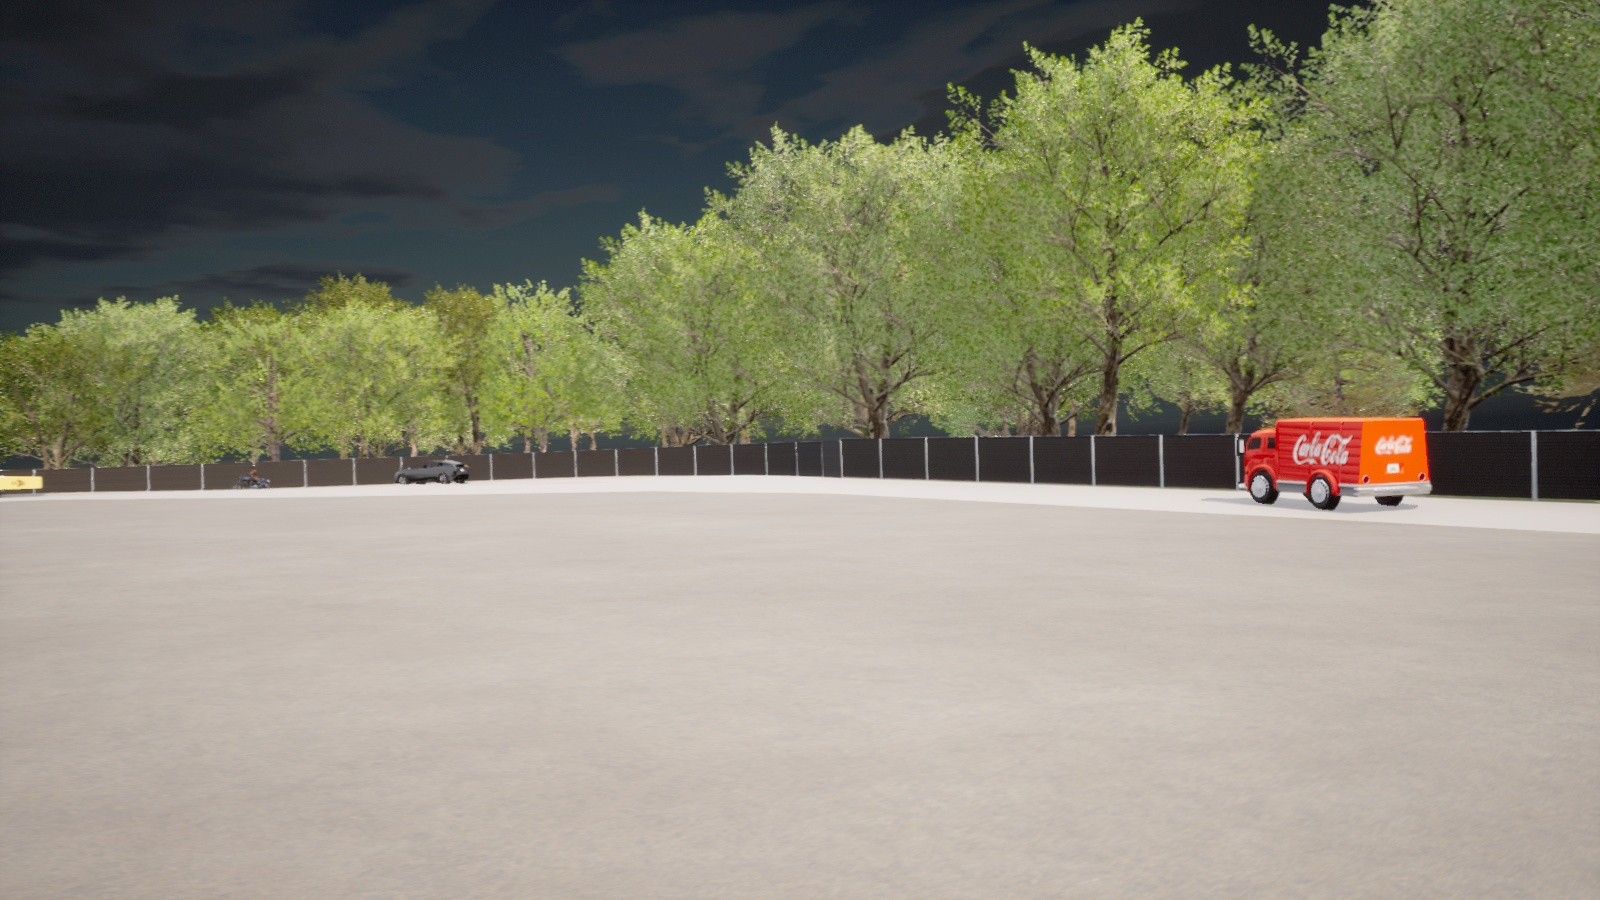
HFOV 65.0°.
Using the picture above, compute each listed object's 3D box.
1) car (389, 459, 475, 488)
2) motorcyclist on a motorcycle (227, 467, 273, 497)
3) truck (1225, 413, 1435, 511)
[{"bbox_3d":[-22.039,1.414,75.246,4.514,1.525,2.007,-3,0,19],"label":"car"},{"bbox_3d":[-33.447,1.940,76.388,2.350,1.649,0.766,-3,0,-6],"label":"motorcyclist on a motorcycle"},{"bbox_3d":[14.723,0.264,35.308,2.627,2.467,5.204,-2,2,-18],"label":"truck"}]
